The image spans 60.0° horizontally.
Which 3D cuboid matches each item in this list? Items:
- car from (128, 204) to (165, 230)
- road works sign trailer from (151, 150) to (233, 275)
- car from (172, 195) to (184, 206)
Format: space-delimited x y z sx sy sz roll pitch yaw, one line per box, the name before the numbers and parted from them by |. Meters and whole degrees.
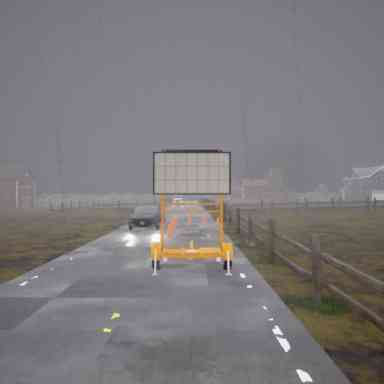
car | -2.856 1.540 21.630 1.882 1.535 5.008 0 0 0
road works sign trailer | -0.003 0.481 10.435 2.380 3.560 2.880 0 0 0
car | -2.764 1.625 65.668 2.150 2.045 5.566 0 -1 0
